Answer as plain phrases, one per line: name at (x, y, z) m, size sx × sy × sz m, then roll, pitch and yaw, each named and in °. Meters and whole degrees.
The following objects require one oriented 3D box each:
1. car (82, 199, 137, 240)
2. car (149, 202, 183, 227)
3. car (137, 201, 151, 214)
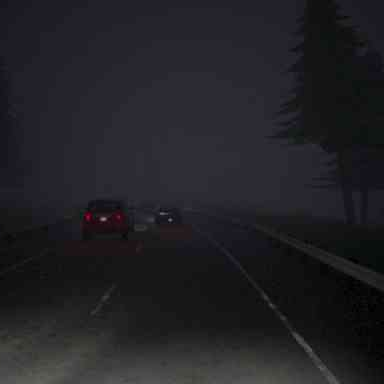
car at (-4.398, 1.375, 18.044) m, size 2.150 × 2.045 × 5.566 m, roll 0°, pitch 0°, yaw -6°
car at (-1.844, 1.694, 24.655) m, size 2.128 × 1.511 × 4.902 m, roll 0°, pitch -1°, yaw -9°
car at (-5.752, 1.820, 41.113) m, size 1.882 × 1.535 × 5.008 m, roll 0°, pitch -1°, yaw -17°
